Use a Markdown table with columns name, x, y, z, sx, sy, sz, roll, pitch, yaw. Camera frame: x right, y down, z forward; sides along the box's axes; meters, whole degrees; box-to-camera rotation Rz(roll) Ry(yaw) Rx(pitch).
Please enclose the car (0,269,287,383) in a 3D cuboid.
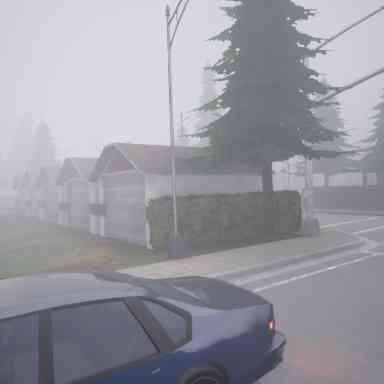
| name | x | y | z | sx | sy | sz | roll | pitch | yaw |
| --- | --- | --- | --- | --- | --- | --- | --- | --- | --- |
| car | -1.539 | 1.532 | 2.868 | 5.357 | 1.411 | 2.033 | -2 | 1 | -34 |
